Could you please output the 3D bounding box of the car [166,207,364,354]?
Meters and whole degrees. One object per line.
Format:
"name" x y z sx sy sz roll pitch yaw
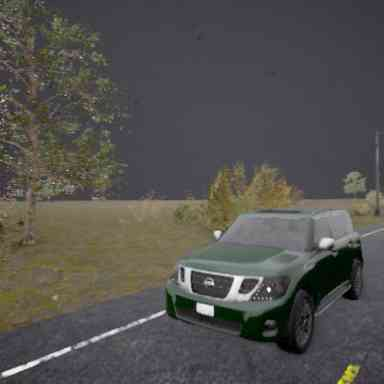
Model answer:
"car" 1.920 1.364 6.907 2.150 2.045 5.566 -1 -2 39
